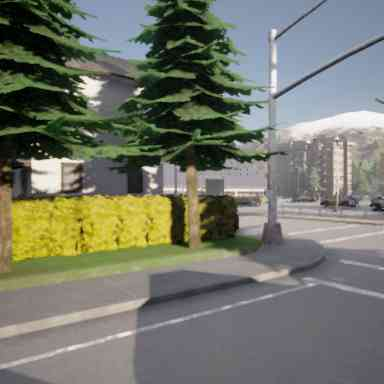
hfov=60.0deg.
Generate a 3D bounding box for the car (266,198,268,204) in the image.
[{"bbox_3d":[11.639,1.249,59.546,2.152,1.636,5.027,0,0,-36],"label":"car"}]

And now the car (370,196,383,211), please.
[{"bbox_3d":[21.217,1.158,35.314,1.905,1.878,3.866,0,0,-36],"label":"car"}]

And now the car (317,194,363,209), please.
[{"bbox_3d":[19.274,1.186,43.616,1.932,1.855,4.605,0,0,-36],"label":"car"}]

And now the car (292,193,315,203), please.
[{"bbox_3d":[22.010,1.200,67.038,1.905,1.878,3.866,0,0,-36],"label":"car"}]

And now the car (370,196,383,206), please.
[{"bbox_3d":[29.788,1.413,50.334,2.007,1.523,4.514,0,0,-36],"label":"car"}]

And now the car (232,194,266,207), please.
[{"bbox_3d":[7.785,1.372,47.666,2.007,1.523,4.514,0,0,-36],"label":"car"}]

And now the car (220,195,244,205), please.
[{"bbox_3d":[6.626,1.314,55.525,1.970,1.475,3.806,0,0,-36],"label":"car"}]

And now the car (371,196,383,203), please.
[{"bbox_3d":[41.197,1.547,72.084,1.970,1.475,3.806,0,0,-36],"label":"car"}]
